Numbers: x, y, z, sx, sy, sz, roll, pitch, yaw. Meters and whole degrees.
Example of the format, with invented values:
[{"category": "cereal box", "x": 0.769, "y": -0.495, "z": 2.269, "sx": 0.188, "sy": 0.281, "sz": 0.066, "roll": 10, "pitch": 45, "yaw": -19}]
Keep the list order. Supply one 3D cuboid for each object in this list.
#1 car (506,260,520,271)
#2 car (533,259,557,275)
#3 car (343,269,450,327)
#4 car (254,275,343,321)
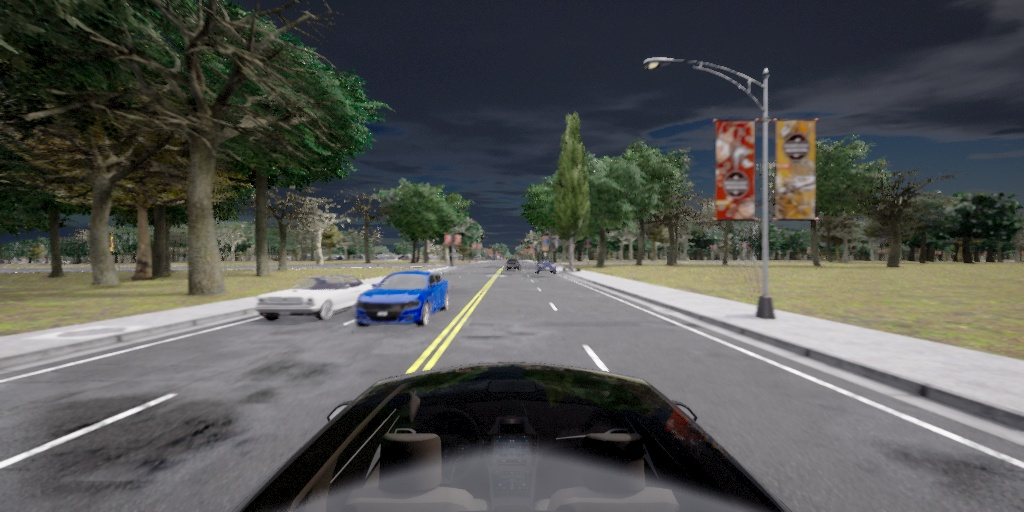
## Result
[{"category": "car", "x": 0.109, "y": 1.260, "z": 48.168, "sx": 1.837, "sy": 1.490, "sz": 4.892, "roll": 0, "pitch": 0, "yaw": 0}, {"category": "car", "x": 3.256, "y": 0.986, "z": 35.135, "sx": 1.812, "sy": 1.442, "sz": 4.674, "roll": 0, "pitch": 0, "yaw": 0}, {"category": "car", "x": -3.299, "y": 1.224, "z": 11.678, "sx": 1.882, "sy": 1.535, "sz": 5.008, "roll": 0, "pitch": 0, "yaw": 0}, {"category": "car", "x": -6.542, "y": 1.347, "z": 12.551, "sx": 1.895, "sy": 1.301, "sz": 4.718, "roll": 0, "pitch": 0, "yaw": 1}]
